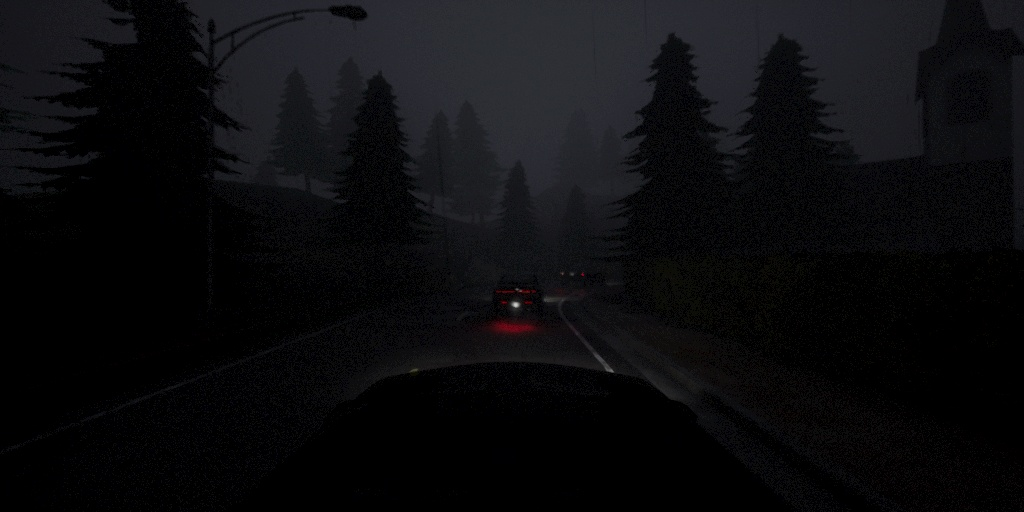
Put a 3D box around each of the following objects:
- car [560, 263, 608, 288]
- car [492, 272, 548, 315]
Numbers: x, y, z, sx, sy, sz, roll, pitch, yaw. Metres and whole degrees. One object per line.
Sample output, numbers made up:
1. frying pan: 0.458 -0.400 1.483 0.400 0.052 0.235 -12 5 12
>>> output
1. car: 5.524 1.339 27.009 2.097 1.767 4.553 0 -1 37
2. car: 0.372 1.374 14.291 1.837 1.490 4.892 0 0 6
